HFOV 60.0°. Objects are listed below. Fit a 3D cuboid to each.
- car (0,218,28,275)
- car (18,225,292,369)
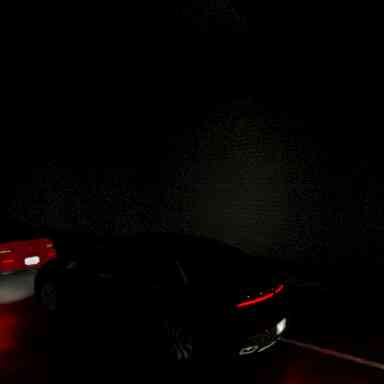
[{"bbox_3d":[-5.667,1.453,9.271,4.674,1.442,1.812,1,0,36],"label":"car"},{"bbox_3d":[-0.806,1.480,5.753,4.892,1.490,1.837,1,0,36],"label":"car"}]
